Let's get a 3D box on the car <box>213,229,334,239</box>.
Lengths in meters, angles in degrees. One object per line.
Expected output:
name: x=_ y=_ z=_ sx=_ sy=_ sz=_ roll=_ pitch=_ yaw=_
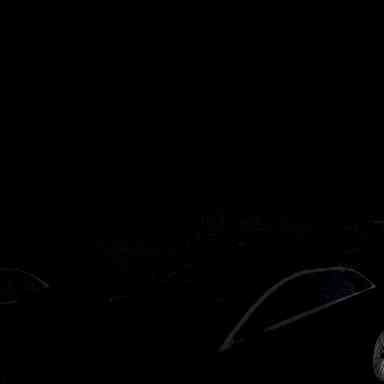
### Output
car: x=1.070 y=1.579 z=7.413 sx=4.206 sy=1.307 sz=1.802 roll=0 pitch=0 yaw=-36

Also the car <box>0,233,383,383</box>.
car: x=0.610 y=1.491 z=3.802 sx=4.902 sy=1.511 sz=2.128 roll=0 pitch=0 yaw=-35

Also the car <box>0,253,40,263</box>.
car: x=-3.372 y=1.551 z=4.243 sx=4.403 sy=1.369 sz=2.008 roll=0 pitch=0 yaw=-36

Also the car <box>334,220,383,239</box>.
car: x=5.512 y=1.576 z=10.583 sx=4.206 sy=1.307 sz=1.802 roll=0 pitch=0 yaw=-36
